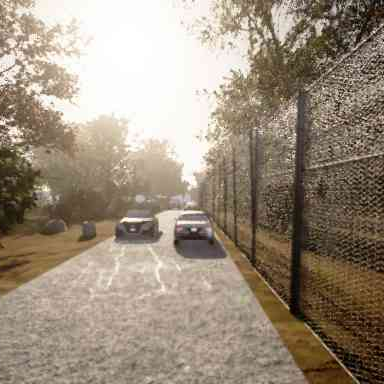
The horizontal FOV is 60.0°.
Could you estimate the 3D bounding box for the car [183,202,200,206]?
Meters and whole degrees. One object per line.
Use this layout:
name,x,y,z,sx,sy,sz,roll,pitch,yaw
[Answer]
car,-0.015,1.920,37.828,1.812,1.442,4.674,0,-1,0

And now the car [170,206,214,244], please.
car,0.077,1.629,16.282,2.033,1.411,5.357,0,0,0

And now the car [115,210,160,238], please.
car,-2.881,1.664,18.234,1.994,1.385,4.181,0,-1,0

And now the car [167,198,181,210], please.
car,-3.059,2.137,58.580,2.150,2.045,5.566,0,-2,0
